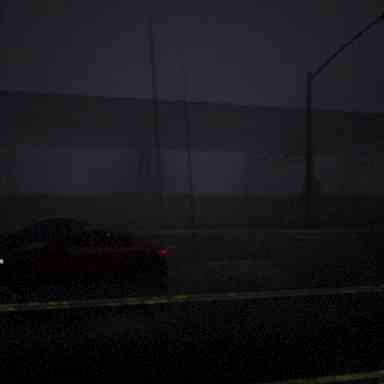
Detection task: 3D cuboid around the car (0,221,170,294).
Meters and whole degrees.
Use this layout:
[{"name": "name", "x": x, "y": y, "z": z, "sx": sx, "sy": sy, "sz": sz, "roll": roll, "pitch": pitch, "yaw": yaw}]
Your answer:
[{"name": "car", "x": -2.672, "y": 1.609, "z": 8.559, "sx": 4.181, "sy": 1.385, "sz": 1.994, "roll": 0, "pitch": 0, "yaw": -10}]

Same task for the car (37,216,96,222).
[{"name": "car", "x": -4.877, "y": 1.582, "z": 11.710, "sx": 4.674, "sy": 1.442, "sz": 1.812, "roll": 0, "pitch": 0, "yaw": -10}]
